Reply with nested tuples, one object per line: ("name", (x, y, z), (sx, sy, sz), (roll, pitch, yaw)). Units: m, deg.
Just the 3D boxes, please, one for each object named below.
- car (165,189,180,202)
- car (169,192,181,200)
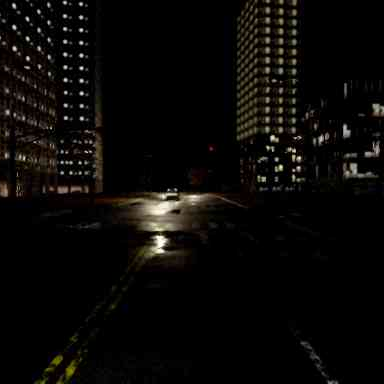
("car", (-3.249, 0.565, 54.738), (2.150, 2.045, 5.566), (0, 3, 0))
("car", (-3.261, 0.660, 65.004), (2.033, 1.411, 5.357), (0, 1, 0))
